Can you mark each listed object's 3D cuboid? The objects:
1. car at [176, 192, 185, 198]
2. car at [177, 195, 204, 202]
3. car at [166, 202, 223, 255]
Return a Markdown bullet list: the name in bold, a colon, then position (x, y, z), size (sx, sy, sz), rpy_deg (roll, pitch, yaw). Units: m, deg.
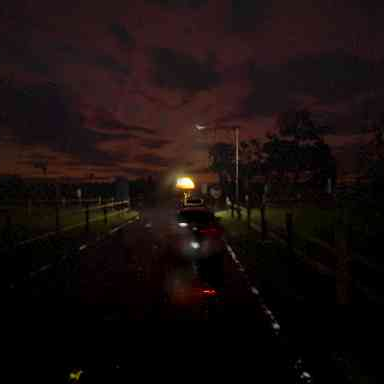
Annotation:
- **car**: position (-2.579, 0.687, 74.564), size (1.994, 1.385, 4.181), rpy_deg (0, 1, 0)
- **car**: position (0.174, 1.199, 24.138), size (1.837, 1.490, 4.892), rpy_deg (0, 1, 2)
- **car**: position (0.095, 1.343, 12.558), size (1.837, 1.490, 4.892), rpy_deg (0, 1, 0)
